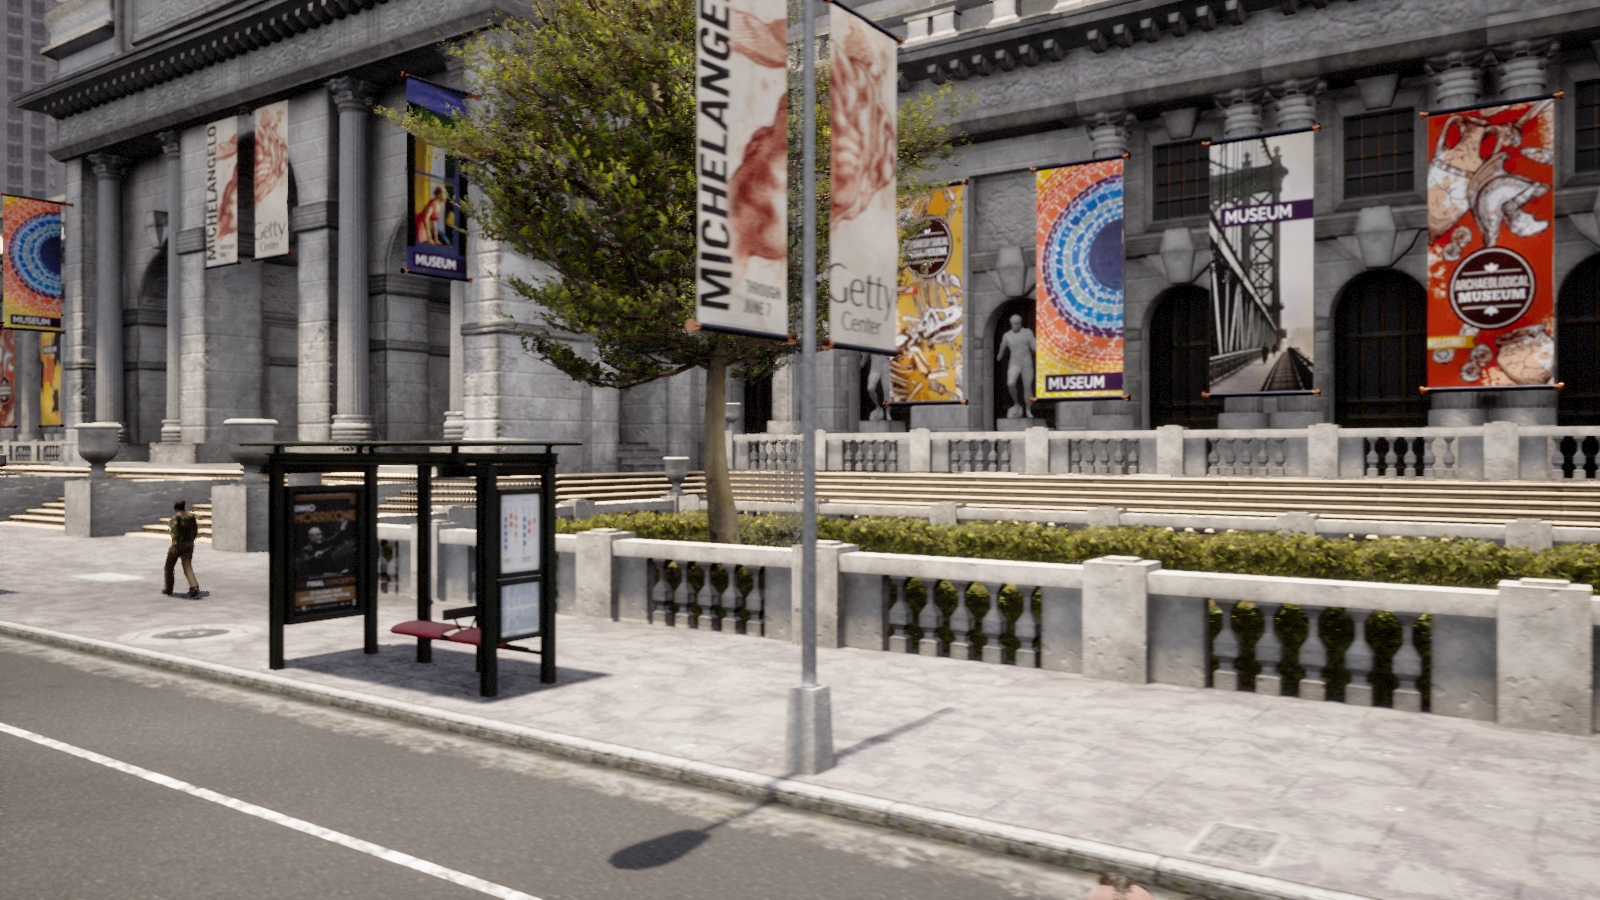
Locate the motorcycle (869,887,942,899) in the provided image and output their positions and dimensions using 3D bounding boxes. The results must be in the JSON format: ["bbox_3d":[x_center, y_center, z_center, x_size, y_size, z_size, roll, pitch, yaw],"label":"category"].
[{"bbox_3d":[0.815,2.182,3.220,1.805,1.236,0.856,0,0,35],"label":"motorcycle"}]

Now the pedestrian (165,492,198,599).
[{"bbox_3d":[-11.061,1.694,20.433,0.375,1.860,0.375,0,0,31],"label":"pedestrian"}]
